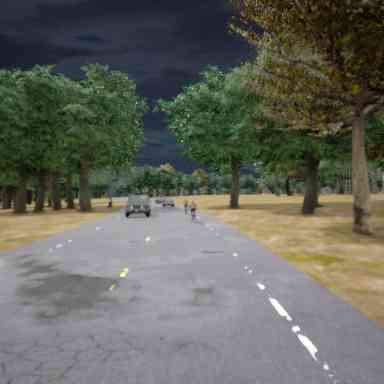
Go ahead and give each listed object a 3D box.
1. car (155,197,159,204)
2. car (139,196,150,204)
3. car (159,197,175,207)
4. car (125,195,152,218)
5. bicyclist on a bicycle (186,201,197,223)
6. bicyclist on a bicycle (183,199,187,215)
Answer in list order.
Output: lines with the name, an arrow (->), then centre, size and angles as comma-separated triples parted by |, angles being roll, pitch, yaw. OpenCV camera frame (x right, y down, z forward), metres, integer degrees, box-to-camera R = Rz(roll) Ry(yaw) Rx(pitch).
car -> -7.238, 1.920, 74.580 | 2.128, 1.511, 4.902 | 0, -1, -11
car -> -10.188, 1.674, 71.339 | 2.097, 1.767, 4.553 | 0, -1, -10
car -> -3.891, 1.760, 54.718 | 2.033, 1.411, 5.357 | 0, 0, -8
car -> -4.939, 1.269, 31.127 | 2.150, 2.045, 5.566 | 0, 0, -5
bicyclist on a bicycle -> 0.089, 1.476, 24.911 | 0.582, 1.620, 1.656 | 0, 0, -4
bicyclist on a bicycle -> -0.599, 1.513, 33.889 | 0.582, 1.620, 1.656 | 0, -1, -5
